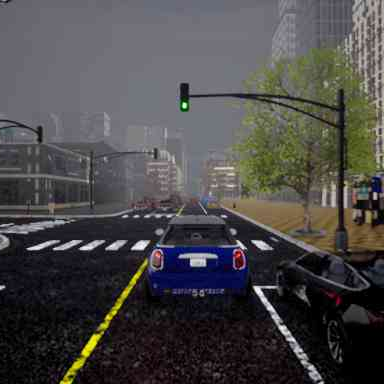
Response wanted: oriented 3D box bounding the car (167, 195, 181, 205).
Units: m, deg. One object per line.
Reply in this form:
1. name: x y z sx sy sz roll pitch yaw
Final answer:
1. car: -2.996 1.582 48.312 1.882 1.535 5.008 0 0 0

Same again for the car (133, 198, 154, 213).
1. car: -5.607 1.664 37.993 1.802 1.307 4.206 0 0 0

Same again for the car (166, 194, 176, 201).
1. car: -5.502 1.507 87.953 2.192 1.841 5.009 0 0 0

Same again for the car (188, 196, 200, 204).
1. car: 0.232 1.705 64.984 1.994 1.385 4.181 0 0 1

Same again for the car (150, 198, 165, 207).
1. car: -5.572 1.669 54.647 2.008 1.369 4.403 0 0 0

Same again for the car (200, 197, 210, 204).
1. car: 2.843 1.721 71.284 1.947 1.339 4.313 0 0 0

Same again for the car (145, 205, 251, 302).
1. car: 0.108 1.370 8.459 2.097 1.767 4.553 0 0 0

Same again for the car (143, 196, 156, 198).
1. car: -5.594 1.409 43.545 2.192 1.841 5.009 0 0 0

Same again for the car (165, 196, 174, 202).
1. car: -5.514 1.730 82.401 2.008 1.369 4.403 0 0 0

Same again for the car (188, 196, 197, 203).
1. car: 0.166 1.712 79.004 2.033 1.411 5.357 0 0 0

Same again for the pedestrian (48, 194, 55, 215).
1. pedestrian: -12.687 1.101 30.014 0.375 1.860 0.375 0 -1 -1

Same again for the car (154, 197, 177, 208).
1. car: -3.012 1.608 38.277 1.812 1.442 4.674 0 0 -2

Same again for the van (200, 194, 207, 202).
1. van: 2.868 1.521 82.387 1.690 1.788 3.998 0 0 0

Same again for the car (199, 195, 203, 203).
1. car: 2.819 1.681 60.182 2.008 1.369 4.403 0 0 0

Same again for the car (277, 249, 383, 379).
1. car: 2.705 1.578 5.500 1.947 1.339 4.313 0 0 0

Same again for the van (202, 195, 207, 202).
1. van: 2.798 1.447 49.081 1.690 1.788 3.998 0 0 0

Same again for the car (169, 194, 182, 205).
1. car: -2.947 1.349 58.809 2.150 2.045 5.566 0 0 1

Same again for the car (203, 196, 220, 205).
1. car: 2.785 1.620 43.699 1.752 1.417 4.829 0 0 0

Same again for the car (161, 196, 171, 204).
1. car: -5.538 1.680 71.130 1.752 1.417 4.829 0 0 0

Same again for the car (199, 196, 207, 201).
1. car: 2.879 1.718 88.107 1.752 1.417 4.829 0 0 0
